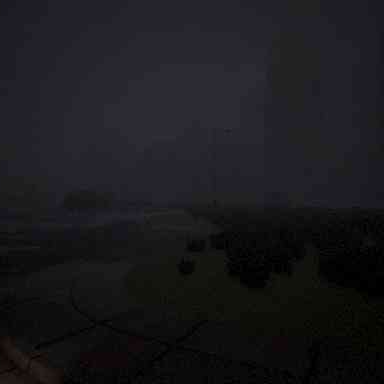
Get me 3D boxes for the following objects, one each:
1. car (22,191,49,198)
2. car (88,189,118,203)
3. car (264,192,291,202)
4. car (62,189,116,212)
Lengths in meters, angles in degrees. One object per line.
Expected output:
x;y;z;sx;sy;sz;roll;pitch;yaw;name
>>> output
-24.617;0.601;52.329;1.816;1.474;4.193;0;1;28;car
-12.386;0.480;46.627;1.905;1.878;3.866;0;1;28;car
9.106;0.792;35.493;2.242;1.667;4.611;0;1;28;car
-9.437;0.772;30.173;1.932;1.855;4.605;0;1;28;car
